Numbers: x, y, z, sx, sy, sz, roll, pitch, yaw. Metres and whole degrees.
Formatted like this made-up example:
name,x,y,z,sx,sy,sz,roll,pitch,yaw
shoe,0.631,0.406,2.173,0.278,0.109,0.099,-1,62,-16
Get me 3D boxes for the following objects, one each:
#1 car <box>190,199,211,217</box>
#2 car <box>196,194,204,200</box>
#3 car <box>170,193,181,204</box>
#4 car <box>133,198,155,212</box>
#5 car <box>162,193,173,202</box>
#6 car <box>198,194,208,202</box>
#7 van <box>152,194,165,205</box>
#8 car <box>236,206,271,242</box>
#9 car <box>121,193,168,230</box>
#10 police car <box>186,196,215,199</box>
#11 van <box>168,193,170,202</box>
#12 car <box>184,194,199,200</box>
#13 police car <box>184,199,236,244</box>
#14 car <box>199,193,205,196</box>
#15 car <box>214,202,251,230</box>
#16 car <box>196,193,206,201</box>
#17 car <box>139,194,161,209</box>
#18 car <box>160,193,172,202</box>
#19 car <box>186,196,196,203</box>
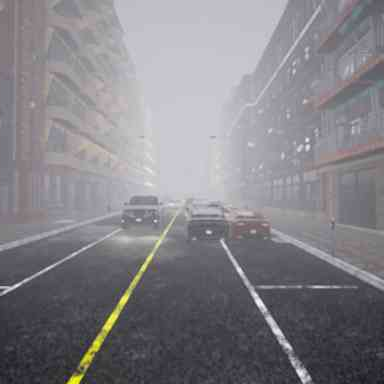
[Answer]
name,x,y,z,sx,sy,sz,roll,pitch,yaw
car,0.715,1.435,31.611,1.812,1.442,4.674,0,0,0
car,2.223,1.318,93.378,1.967,1.590,4.097,1,0,0
car,-3.005,1.362,61.445,2.128,1.511,4.902,0,0,0
car,-5.428,1.424,37.933,1.752,1.417,4.829,2,0,0
car,-5.561,1.183,76.816,2.192,1.841,5.009,1,0,0
car,2.344,1.307,71.253,1.967,1.590,4.097,1,0,0
van,-5.482,1.215,54.693,1.690,1.788,3.998,2,0,0
car,2.530,1.492,15.946,1.887,1.381,4.507,1,0,0
car,-2.921,1.155,20.942,2.150,2.045,5.566,0,0,0
police car,0.736,1.347,25.719,1.930,1.638,5.238,0,0,0
van,-5.503,1.212,60.225,1.690,1.788,3.998,1,0,0
car,-0.182,1.381,52.150,1.837,1.490,4.892,0,0,0
police car,0.659,1.372,15.716,1.930,1.638,5.238,0,0,0
car,2.373,1.414,60.192,1.887,1.381,4.507,1,0,0
car,2.510,1.457,21.648,1.752,1.417,4.829,1,0,0
car,2.265,1.183,82.315,2.192,1.841,5.009,1,0,0
car,-5.442,1.204,43.634,2.192,1.841,5.009,2,0,0
car,-5.541,1.183,71.286,2.192,1.841,5.009,1,0,0
car,-0.236,1.482,67.185,1.895,1.301,4.718,0,0,0
